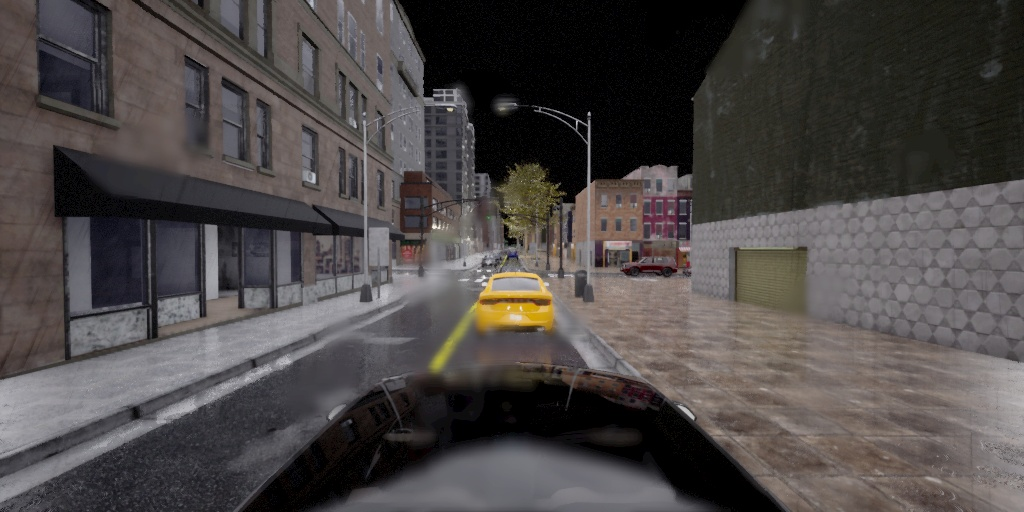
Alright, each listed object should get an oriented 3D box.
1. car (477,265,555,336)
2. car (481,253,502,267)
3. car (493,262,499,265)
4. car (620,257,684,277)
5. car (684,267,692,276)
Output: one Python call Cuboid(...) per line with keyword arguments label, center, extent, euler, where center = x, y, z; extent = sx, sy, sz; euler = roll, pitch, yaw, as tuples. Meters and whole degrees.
Cuboid(label="car", center=(0.100, 1.206, 10.414), extent=(1.882, 1.535, 5.008), euler=(0, 0, 0))
Cuboid(label="car", center=(-2.820, 0.615, 45.972), extent=(2.128, 1.511, 4.902), euler=(0, 2, 1))
Cuboid(label="car", center=(-0.006, 1.232, 21.315), extent=(1.895, 1.301, 4.718), euler=(0, 1, -2))
Cuboid(label="car", center=(12.717, 0.953, 33.384), extent=(5.009, 1.841, 2.192), euler=(0, 0, 0))
Cuboid(label="car", center=(18.119, 1.297, 33.391), extent=(4.207, 1.307, 1.802), euler=(0, 0, 0))
